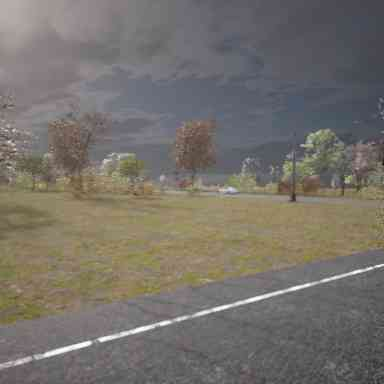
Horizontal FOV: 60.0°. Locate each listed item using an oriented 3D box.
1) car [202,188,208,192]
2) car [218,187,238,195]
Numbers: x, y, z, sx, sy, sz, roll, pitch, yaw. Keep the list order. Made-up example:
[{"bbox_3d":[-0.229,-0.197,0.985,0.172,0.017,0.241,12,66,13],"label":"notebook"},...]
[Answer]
[{"bbox_3d":[1.508,-0.618,73.510,1.895,1.301,4.718,0,2,-36],"label":"car"},{"bbox_3d":[7.109,-0.271,65.686,1.812,1.442,4.674,0,2,-36],"label":"car"}]
